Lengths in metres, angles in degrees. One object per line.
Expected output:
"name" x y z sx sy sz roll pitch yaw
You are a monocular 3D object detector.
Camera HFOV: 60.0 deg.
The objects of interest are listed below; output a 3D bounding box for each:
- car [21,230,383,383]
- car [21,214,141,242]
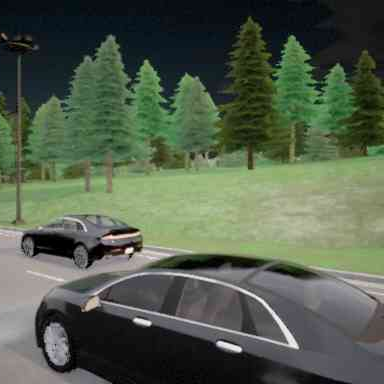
"car" 0.046 1.504 3.989 4.892 1.490 1.837 0 0 36
"car" -3.781 1.480 11.057 4.902 1.511 2.128 0 0 36
